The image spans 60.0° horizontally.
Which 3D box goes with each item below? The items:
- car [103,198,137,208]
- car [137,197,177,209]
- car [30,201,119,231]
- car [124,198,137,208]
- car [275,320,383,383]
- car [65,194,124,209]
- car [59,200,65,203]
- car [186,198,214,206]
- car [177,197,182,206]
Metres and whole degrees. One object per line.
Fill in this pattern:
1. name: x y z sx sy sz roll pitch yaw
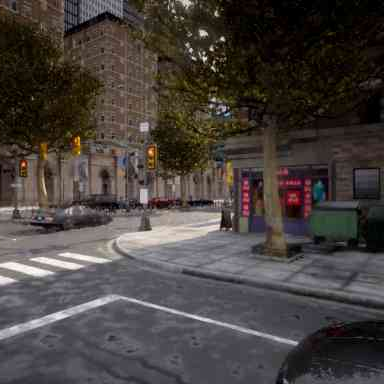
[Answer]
1. car: -10.271 1.595 47.917 1.895 1.301 4.718 0 0 36
2. car: -4.594 1.478 44.420 1.882 1.535 5.008 0 0 36
3. car: -7.376 1.548 21.001 2.033 1.411 5.357 0 0 29
4. car: -8.138 1.526 45.468 1.812 1.442 4.674 0 0 36
5. car: 2.858 1.497 1.698 4.902 1.511 2.128 0 0 37
6. car: -10.498 1.221 36.226 2.150 2.045 5.566 0 0 36
7. car: -13.763 1.547 37.679 2.033 1.411 5.357 0 0 36
8. car: 1.425 1.601 52.756 1.895 1.301 4.718 0 0 36
9. car: -2.268 1.564 53.623 1.994 1.385 4.181 0 0 36
